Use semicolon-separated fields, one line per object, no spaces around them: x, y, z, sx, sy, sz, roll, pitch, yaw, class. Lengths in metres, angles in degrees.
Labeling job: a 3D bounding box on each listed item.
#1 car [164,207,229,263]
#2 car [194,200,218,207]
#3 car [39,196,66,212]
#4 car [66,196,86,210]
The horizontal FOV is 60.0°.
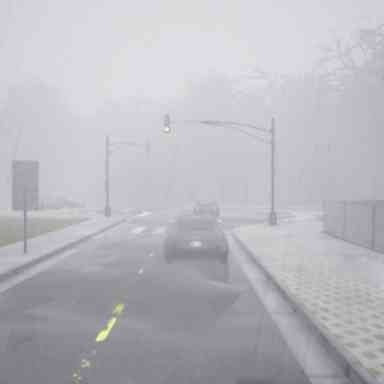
0.133;1.435;11.484;1.994;1.385;4.181;0;1;0;car
1.215;1.287;26.862;1.895;1.301;4.718;0;1;4;car
-15.053;1.195;32.918;4.181;1.385;1.994;0;0;24;car
-13.605;1.135;35.833;4.674;1.442;1.812;0;0;24;car
